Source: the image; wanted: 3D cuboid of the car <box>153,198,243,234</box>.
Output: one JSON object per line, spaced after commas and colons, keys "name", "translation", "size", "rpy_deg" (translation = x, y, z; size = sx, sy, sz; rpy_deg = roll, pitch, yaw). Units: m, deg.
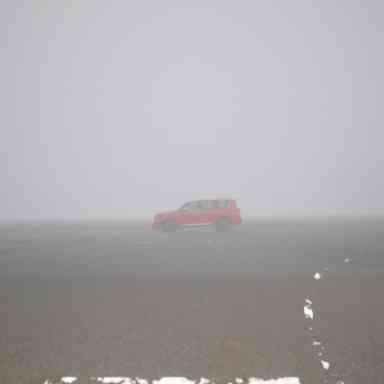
{"name": "car", "translation": [0.352, 1.481, 20.686], "size": [5.566, 2.045, 2.150], "rpy_deg": [-2, -2, -1]}
